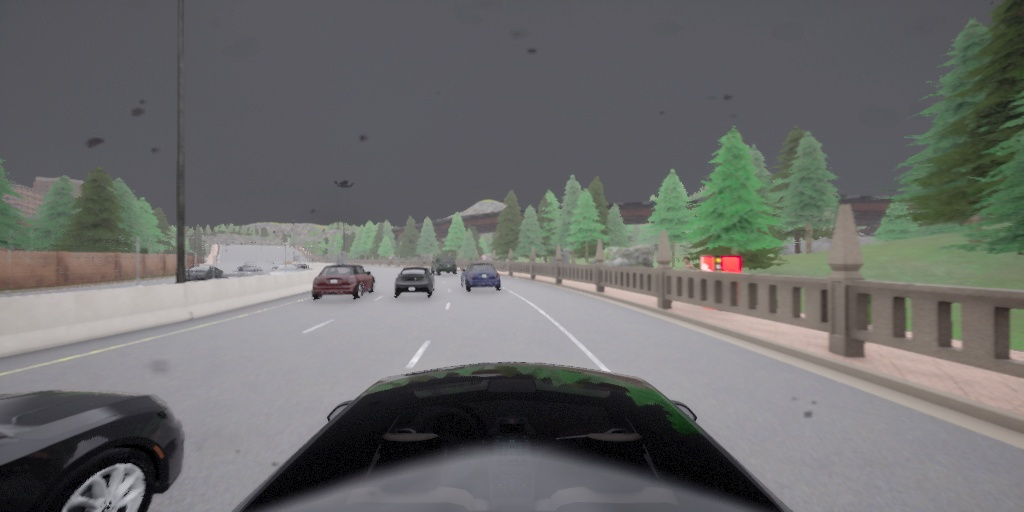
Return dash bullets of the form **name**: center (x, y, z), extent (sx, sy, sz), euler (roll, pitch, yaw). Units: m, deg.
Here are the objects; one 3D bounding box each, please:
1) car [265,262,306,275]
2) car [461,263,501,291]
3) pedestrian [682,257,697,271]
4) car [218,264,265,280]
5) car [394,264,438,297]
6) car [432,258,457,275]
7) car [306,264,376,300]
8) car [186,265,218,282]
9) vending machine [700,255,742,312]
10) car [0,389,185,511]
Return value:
- **car**: center (-18.916, 1.486, 30.382), extent (1.812, 1.442, 4.674), euler (0, 0, -18)
- **car**: center (-2.124, 1.225, 23.183), extent (2.097, 1.767, 4.553), euler (0, 0, -13)
- **pedestrian**: center (6.844, 0.916, 13.943), extent (0.375, 1.860, 0.375), euler (0, 0, -6)
- **car**: center (-22.611, 1.579, 30.518), extent (1.895, 1.301, 4.718), euler (0, 0, -19)
- **car**: center (-5.227, 1.357, 19.655), extent (1.837, 1.490, 4.892), euler (0, 0, -10)
- **car**: center (-8.189, 1.230, 42.852), extent (2.150, 2.045, 5.566), euler (0, -1, -23)
- **car**: center (-8.637, 1.216, 18.821), extent (2.097, 1.767, 4.553), euler (0, 0, -9)
- **car**: center (-26.356, 1.520, 30.600), extent (1.812, 1.442, 4.674), euler (0, 0, -20)
- **vending machine**: center (7.328, 0.962, 12.586), extent (1.100, 2.100, 0.880), euler (0, 0, -6)
- **car**: center (-3.554, 1.267, 0.857), extent (1.837, 1.490, 4.892), euler (0, 0, 0)
